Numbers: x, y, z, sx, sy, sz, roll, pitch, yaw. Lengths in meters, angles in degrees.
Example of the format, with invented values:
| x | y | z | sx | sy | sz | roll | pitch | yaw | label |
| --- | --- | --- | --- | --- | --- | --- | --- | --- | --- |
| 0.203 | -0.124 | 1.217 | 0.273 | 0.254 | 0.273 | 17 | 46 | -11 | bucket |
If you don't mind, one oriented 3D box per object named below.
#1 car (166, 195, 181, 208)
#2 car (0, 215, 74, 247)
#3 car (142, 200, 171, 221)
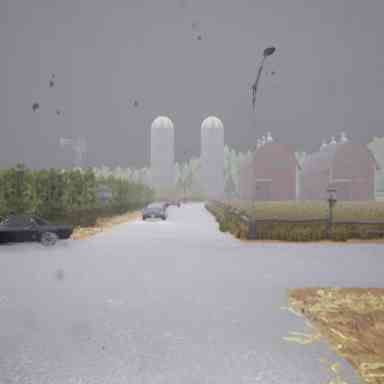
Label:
| x | y | z | sx | sy | sz | roll | pitch | yaw | label |
| --- | --- | --- | --- | --- | --- | --- | --- | --- | --- |
| -3.079 | 1.546 | 55.339 | 2.150 | 2.045 | 5.566 | 0 | 0 | 0 | car |
| -7.558 | 1.643 | 13.987 | 4.718 | 1.301 | 1.895 | 0 | 0 | -28 | car |
| -3.087 | 1.650 | 28.517 | 1.812 | 1.442 | 4.674 | 0 | 0 | 0 | car |
